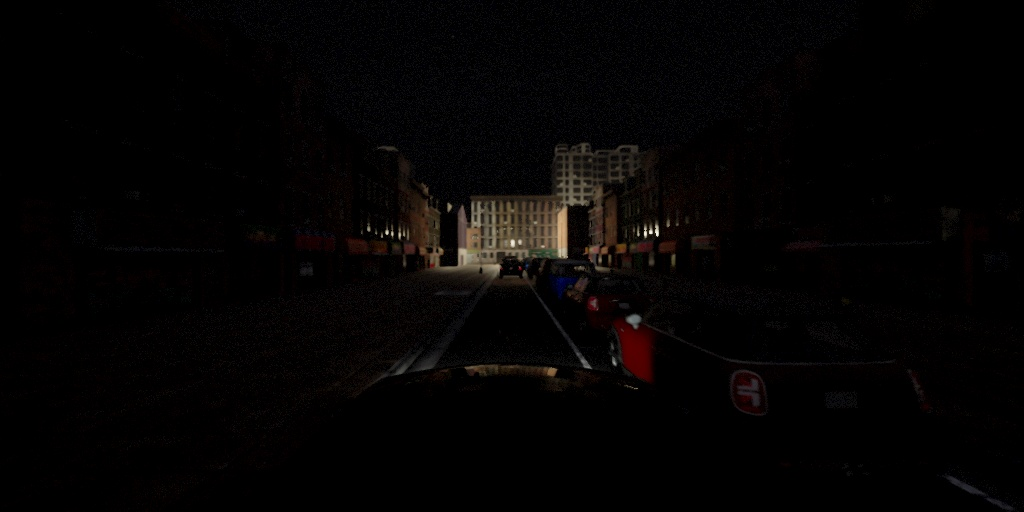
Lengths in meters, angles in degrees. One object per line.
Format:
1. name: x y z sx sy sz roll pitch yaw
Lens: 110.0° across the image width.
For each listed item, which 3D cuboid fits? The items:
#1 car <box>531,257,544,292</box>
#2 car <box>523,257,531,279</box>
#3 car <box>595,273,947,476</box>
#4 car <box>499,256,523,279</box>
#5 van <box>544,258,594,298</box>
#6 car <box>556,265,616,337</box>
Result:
1. car: 2.527 1.052 21.238 2.192 1.841 5.009 0 0 0
2. car: 2.456 1.055 32.192 2.192 1.841 5.009 0 0 0
3. car: 2.633 1.176 4.815 1.967 1.591 4.097 0 0 0
4. car: -0.093 1.105 33.315 2.097 1.767 4.553 0 0 0
5. van: 2.562 1.077 15.766 1.690 1.789 3.998 0 0 0
6. car: 2.598 1.176 10.290 1.967 1.591 4.097 0 0 0
